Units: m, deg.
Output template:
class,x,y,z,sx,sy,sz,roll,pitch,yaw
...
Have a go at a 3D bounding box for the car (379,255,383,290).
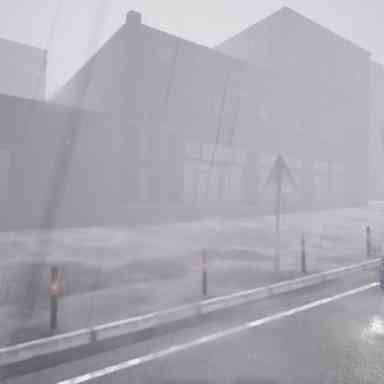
class,x,y,z,sx,sy,sz,roll,pitch,yaw
car,6.359,1.522,7.888,5.008,1.535,1.882,-1,0,-35
